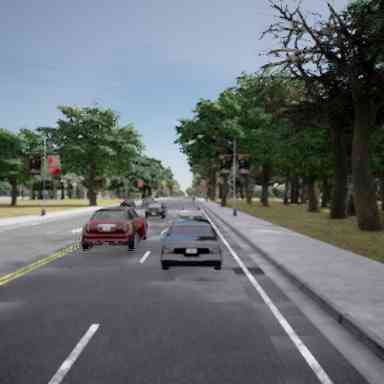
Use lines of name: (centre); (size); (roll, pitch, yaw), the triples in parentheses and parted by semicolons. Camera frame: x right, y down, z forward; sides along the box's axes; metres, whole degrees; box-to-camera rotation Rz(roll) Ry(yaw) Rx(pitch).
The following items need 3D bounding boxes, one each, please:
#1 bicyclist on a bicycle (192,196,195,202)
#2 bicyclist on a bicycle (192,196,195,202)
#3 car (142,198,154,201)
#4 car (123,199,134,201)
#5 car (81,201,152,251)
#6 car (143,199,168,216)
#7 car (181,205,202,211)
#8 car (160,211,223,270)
bicyclist on a bicycle: (0.508, 1.972, 82.350); (0.582, 1.620, 1.656); (0, -1, 0)
bicyclist on a bicycle: (0.461, 2.019, 91.350); (0.866, 1.612, 1.509); (0, 0, 0)
car: (-6.821, 1.670, 52.653); (2.097, 1.767, 4.553); (0, 0, 0)
car: (-10.072, 1.864, 52.494); (2.033, 1.411, 5.357); (0, 0, 0)
car: (-3.248, 1.439, 14.797); (2.097, 1.767, 4.553); (0, 0, 0)
car: (-3.319, 1.711, 31.117); (1.812, 1.442, 4.674); (0, 0, 0)
car: (-0.070, 1.772, 28.712); (1.895, 1.301, 4.718); (0, 0, 0)
car: (-0.007, 1.615, 11.292); (2.033, 1.411, 5.357); (0, 0, 0)
